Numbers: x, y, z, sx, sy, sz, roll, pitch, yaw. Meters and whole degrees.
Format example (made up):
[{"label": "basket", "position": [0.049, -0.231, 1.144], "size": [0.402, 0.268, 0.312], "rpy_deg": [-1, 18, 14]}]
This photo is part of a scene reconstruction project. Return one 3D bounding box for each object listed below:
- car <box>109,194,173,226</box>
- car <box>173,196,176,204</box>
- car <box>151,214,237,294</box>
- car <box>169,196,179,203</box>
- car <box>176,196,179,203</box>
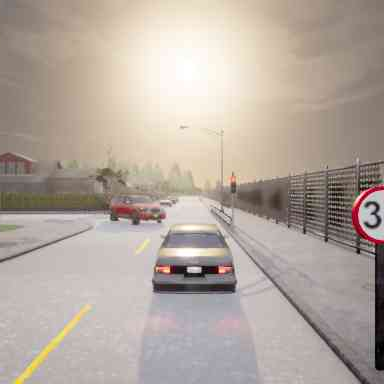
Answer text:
[{"label": "car", "position": [-4.036, 1.221, 24.068], "size": [2.150, 2.045, 5.566], "rpy_deg": [3, -2, -39]}, {"label": "car", "position": [-4.025, 1.547, 51.761], "size": [2.033, 1.411, 5.357], "rpy_deg": [0, 0, 0]}, {"label": "car", "position": [0.066, 1.547, 8.921], "size": [2.033, 1.411, 5.357], "rpy_deg": [0, 0, 1]}, {"label": "car", "position": [-3.901, 1.553, 71.610], "size": [1.994, 1.385, 4.181], "rpy_deg": [0, 0, 0]}, {"label": "car", "position": [-3.979, 1.478, 61.606], "size": [1.882, 1.535, 5.008], "rpy_deg": [0, 0, 0]}]
